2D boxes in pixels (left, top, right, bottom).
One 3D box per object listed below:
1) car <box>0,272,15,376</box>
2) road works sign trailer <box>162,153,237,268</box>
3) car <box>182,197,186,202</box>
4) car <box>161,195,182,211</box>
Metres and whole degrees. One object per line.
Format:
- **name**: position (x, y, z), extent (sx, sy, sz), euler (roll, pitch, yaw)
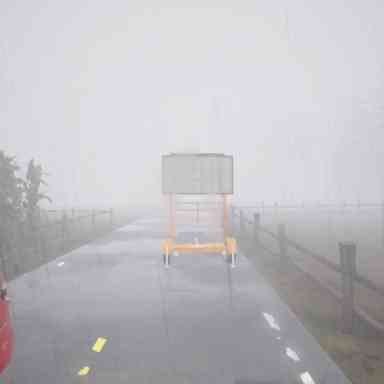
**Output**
- **car**: position (-2.850, 1.222, 1.056), extent (2.150, 2.045, 5.566), euler (0, 0, 0)
- **road works sign trailer**: position (0.189, 0.485, 11.375), extent (2.380, 3.560, 2.880), euler (0, 0, -2)
- **car**: position (-2.628, 2.020, 88.002), extent (2.128, 1.511, 4.902), euler (0, 0, 0)
- **car**: position (-2.787, 1.481, 44.260), extent (2.150, 2.045, 5.566), euler (0, -1, 0)
